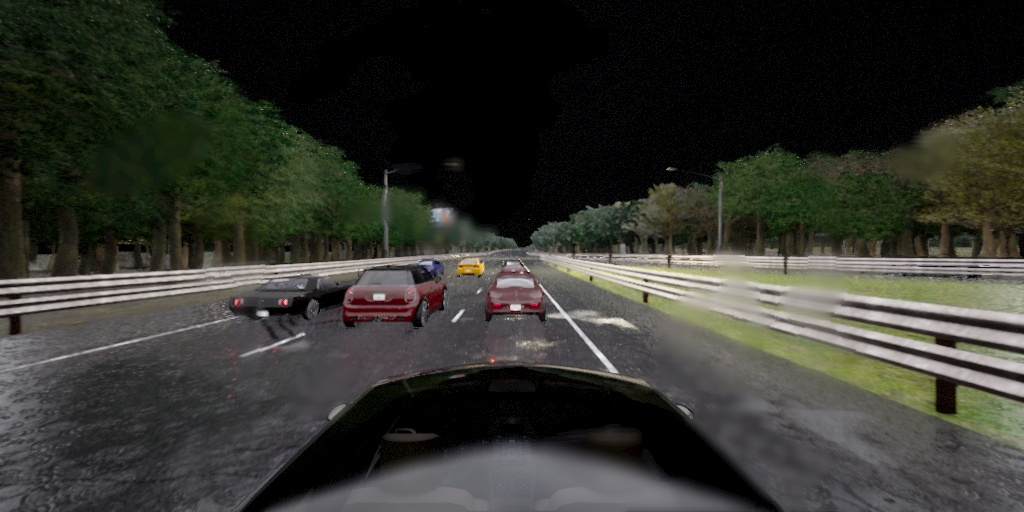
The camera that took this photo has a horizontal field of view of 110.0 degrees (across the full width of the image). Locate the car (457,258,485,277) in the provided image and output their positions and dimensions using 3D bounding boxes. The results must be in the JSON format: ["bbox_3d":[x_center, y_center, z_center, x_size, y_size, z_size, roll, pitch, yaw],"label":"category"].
[{"bbox_3d":[-3.394,0.935,30.293,1.882,1.535,5.008,0,1,0],"label":"car"}]

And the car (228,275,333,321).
[{"bbox_3d":[-6.903,1.295,12.169,1.895,1.301,4.718,0,0,0],"label":"car"}]

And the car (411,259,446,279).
[{"bbox_3d":[-6.880,0.990,29.907,1.812,1.442,4.674,0,1,0],"label":"car"}]

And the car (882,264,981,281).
[{"bbox_3d":[26.936,0.785,23.193,1.994,1.385,4.181,0,0,-33],"label":"car"}]

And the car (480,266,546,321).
[{"bbox_3d":[0.102,1.221,12.116,1.812,1.442,4.674,0,0,0],"label":"car"}]

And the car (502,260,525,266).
[{"bbox_3d":[0.105,1.041,29.226,1.994,1.385,4.181,0,1,0],"label":"car"}]

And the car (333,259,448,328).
[{"bbox_3d":[-3.398,1.054,11.301,2.097,1.767,4.553,0,0,0],"label":"car"}]
